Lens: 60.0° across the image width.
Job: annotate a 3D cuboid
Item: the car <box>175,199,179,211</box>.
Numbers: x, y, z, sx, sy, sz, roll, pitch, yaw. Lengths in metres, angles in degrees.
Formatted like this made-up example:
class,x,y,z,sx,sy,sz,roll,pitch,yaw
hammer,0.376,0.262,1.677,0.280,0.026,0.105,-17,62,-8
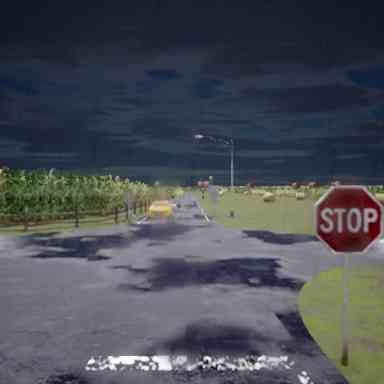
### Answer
class,x,y,z,sx,sy,sz,roll,pitch,yaw
car,-2.902,1.768,41.005,1.895,1.301,4.718,0,0,0

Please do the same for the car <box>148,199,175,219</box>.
class,x,y,z,sx,sy,sz,roll,pitch,yaw
car,-2.882,1.611,30.993,1.882,1.535,5.008,0,0,0
